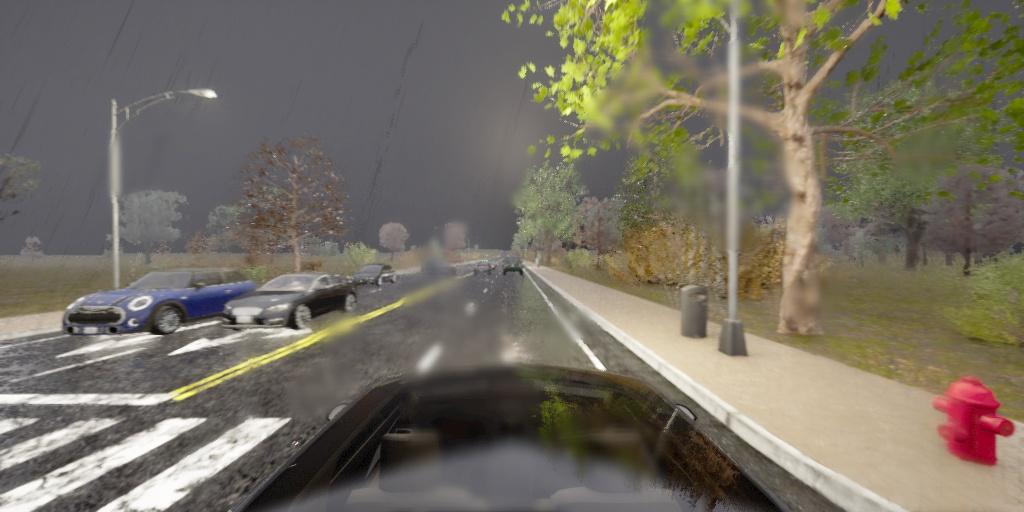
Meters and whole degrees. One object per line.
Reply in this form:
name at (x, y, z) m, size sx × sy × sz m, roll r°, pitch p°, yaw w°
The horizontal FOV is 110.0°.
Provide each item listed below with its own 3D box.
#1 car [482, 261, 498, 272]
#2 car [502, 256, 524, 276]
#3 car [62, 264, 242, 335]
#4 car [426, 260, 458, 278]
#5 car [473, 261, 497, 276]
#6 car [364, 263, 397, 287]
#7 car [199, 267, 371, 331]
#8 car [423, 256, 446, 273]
car at (-3.101, 1.444, 50.647) m, size 1.895 × 1.301 × 4.718 m, roll 0°, pitch 0°, yaw 0°
car at (0.106, 1.056, 39.528) m, size 2.150 × 2.045 × 5.566 m, roll 0°, pitch 0°, yaw 0°
car at (-9.836, 1.150, 10.626) m, size 2.097 × 1.767 × 4.553 m, roll 0°, pitch 0°, yaw 0°
car at (-6.447, 1.378, 34.924) m, size 2.033 × 1.411 × 5.357 m, roll 0°, pitch 0°, yaw 1°
car at (-3.144, 1.326, 39.508) m, size 2.128 × 1.511 × 4.902 m, roll 0°, pitch 0°, yaw 0°
car at (-9.780, 1.318, 25.685) m, size 1.837 × 1.490 × 4.892 m, roll 0°, pitch 2°, yaw 0°
car at (-6.583, 1.285, 11.290) m, size 2.128 × 1.511 × 4.902 m, roll 0°, pitch 0°, yaw 0°
car at (-9.624, 1.069, 45.318) m, size 2.150 × 2.045 × 5.566 m, roll 0°, pitch 0°, yaw 0°
